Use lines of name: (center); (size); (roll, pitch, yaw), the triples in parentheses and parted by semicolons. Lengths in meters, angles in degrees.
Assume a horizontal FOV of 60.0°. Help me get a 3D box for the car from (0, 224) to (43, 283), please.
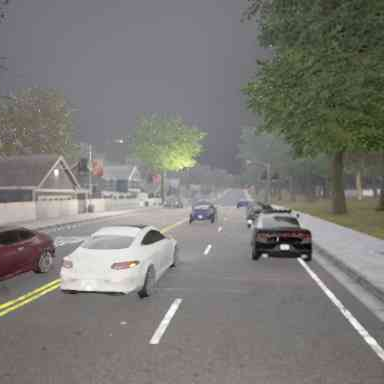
car: (-5.141, 1.573, 8.104); (1.812, 1.442, 4.674); (0, 0, 8)

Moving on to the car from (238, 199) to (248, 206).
car: (10.070, 2.081, 65.816); (1.895, 1.301, 4.718); (0, -1, 8)

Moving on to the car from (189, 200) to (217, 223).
car: (0.934, 1.581, 25.686); (1.812, 1.442, 4.674); (0, 0, 8)

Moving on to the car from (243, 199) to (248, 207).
car: (5.485, 1.557, 28.229); (1.837, 1.490, 4.892); (0, 0, 8)

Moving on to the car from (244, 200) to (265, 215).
car: (4.605, 1.539, 22.293); (1.837, 1.490, 4.892); (0, 0, 8)

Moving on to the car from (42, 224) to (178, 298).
car: (-1.597, 1.561, 8.561); (1.812, 1.442, 4.674); (0, 0, 8)

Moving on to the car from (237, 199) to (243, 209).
car: (7.608, 1.702, 48.982); (1.882, 1.535, 5.008); (0, -1, 9)

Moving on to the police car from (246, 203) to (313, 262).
police car: (3.156, 1.449, 12.509); (1.930, 1.638, 5.238); (0, 0, 8)

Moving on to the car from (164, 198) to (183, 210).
car: (-2.597, 1.578, 47.528); (2.097, 1.767, 4.553); (0, -1, 8)
